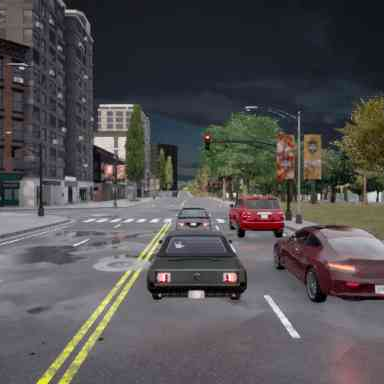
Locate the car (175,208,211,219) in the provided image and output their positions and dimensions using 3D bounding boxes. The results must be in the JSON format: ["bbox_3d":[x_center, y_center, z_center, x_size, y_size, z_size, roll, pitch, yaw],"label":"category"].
[{"bbox_3d":[0.068,1.543,17.938,2.033,1.411,5.357,0,0,0],"label":"car"}]

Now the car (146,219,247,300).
[{"bbox_3d":[0.085,1.599,8.346,1.895,1.301,4.718,0,0,0],"label":"car"}]

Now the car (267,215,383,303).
[{"bbox_3d":[3.338,1.524,8.085,1.812,1.442,4.674,0,0,0],"label":"car"}]

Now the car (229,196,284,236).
[{"bbox_3d":[3.317,1.217,17.898,2.150,2.045,5.566,0,0,0],"label":"car"}]
